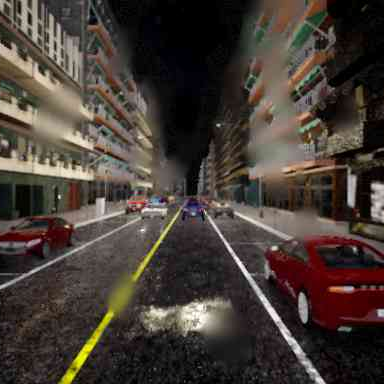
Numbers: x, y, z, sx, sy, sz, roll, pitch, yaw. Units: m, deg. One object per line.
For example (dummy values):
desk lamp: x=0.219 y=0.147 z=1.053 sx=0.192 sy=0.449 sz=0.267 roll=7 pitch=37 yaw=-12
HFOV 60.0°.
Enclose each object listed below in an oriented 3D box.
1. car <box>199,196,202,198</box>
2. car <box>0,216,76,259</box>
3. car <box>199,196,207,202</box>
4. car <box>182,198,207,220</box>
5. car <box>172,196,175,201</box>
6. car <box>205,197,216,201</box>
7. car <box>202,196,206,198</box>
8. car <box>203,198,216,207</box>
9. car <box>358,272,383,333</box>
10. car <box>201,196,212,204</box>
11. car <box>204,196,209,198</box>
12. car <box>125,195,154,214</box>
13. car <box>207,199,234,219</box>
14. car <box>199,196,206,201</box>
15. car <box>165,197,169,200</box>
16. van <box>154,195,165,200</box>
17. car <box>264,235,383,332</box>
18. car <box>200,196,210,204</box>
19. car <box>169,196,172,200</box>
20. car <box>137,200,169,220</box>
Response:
car: x=0.101 y=1.560 z=44.947 sx=1.812 sy=1.442 sz=4.674 roll=0 pitch=0 yaw=0
car: x=-5.690 y=1.591 z=12.532 sx=1.802 sy=1.307 sz=4.206 roll=0 pitch=0 yaw=0
car: x=2.695 y=1.667 z=80.454 sx=1.887 sy=1.381 sz=4.507 roll=0 pitch=0 yaw=0
car: x=0.101 y=1.547 z=28.529 sx=1.812 sy=1.442 sz=4.674 roll=0 pitch=0 yaw=0
car: x=-5.685 y=1.683 z=91.631 sx=1.752 sy=1.417 sz=4.829 roll=0 pitch=0 yaw=0
car: x=2.693 y=1.577 z=35.161 sx=2.008 sy=1.369 sz=4.403 roll=0 pitch=0 yaw=0
car: x=2.693 y=1.477 z=46.484 sx=1.967 sy=1.590 sz=4.097 roll=0 pitch=0 yaw=0
car: x=2.693 y=1.626 z=52.147 sx=1.802 sy=1.307 sz=4.206 roll=0 pitch=0 yaw=0
car: x=2.690 y=1.546 z=1.187 sx=1.887 sy=1.381 sz=4.507 roll=0 pitch=0 yaw=0
car: x=2.693 y=1.512 z=63.467 sx=1.967 sy=1.590 sz=4.097 roll=0 pitch=0 yaw=0
car: x=2.693 y=1.575 z=40.823 sx=1.887 sy=1.381 sz=4.507 roll=0 pitch=0 yaw=0
car: x=-5.688 y=1.341 z=35.182 sx=2.192 sy=1.841 sz=5.009 roll=0 pitch=0 yaw=0
car: x=2.692 y=1.573 z=29.498 sx=2.008 sy=1.369 sz=4.403 roll=0 pitch=0 yaw=0
car: x=2.695 y=1.684 z=86.119 sx=1.887 sy=1.381 sz=4.507 roll=0 pitch=0 yaw=0
car: x=-5.688 y=1.372 z=57.829 sx=2.192 sy=1.841 sz=5.009 roll=0 pitch=0 yaw=0
van: x=-5.687 y=1.385 z=52.169 sx=1.690 sy=1.788 sz=3.998 roll=0 pitch=0 yaw=0
car: x=2.691 y=1.549 z=6.848 sx=1.887 sy=1.381 sz=4.507 roll=0 pitch=0 yaw=0
car: x=2.694 y=1.614 z=69.299 sx=1.752 sy=1.417 sz=4.829 roll=0 pitch=0 yaw=0
car: x=-5.687 y=1.633 z=69.152 sx=1.887 sy=1.381 sz=4.507 roll=0 pitch=0 yaw=0
car: x=-3.096 y=1.621 z=27.982 sx=1.895 sy=1.301 sz=4.718 roll=0 pitch=0 yaw=0
